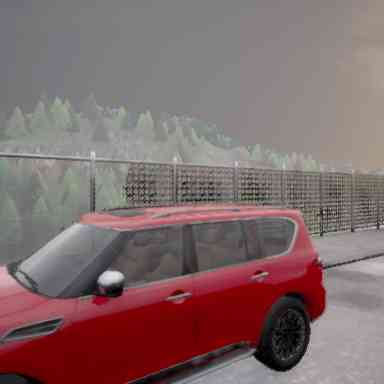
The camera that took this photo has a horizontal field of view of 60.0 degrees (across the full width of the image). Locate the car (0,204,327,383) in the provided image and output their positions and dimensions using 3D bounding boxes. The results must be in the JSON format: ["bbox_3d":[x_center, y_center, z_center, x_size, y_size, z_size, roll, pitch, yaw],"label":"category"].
[{"bbox_3d":[-0.637,1.219,4.140,5.566,2.045,2.150,0,0,-35],"label":"car"}]
